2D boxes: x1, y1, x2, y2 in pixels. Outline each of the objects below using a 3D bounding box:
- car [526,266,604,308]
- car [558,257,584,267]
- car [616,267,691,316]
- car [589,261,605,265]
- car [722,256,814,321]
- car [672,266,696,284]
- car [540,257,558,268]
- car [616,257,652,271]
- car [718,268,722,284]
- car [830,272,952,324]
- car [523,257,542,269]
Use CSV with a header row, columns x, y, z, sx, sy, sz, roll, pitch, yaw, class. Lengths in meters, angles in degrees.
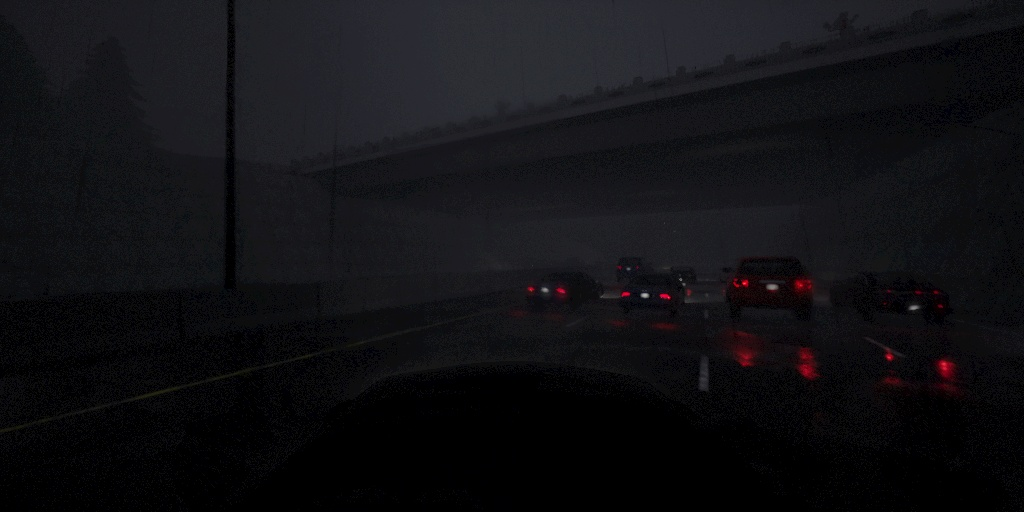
x,y,z,sx,sy,sz,roll,pitch,yaw,class
2.471,1.348,15.557,2.033,1.411,5.357,0,0,29,car
10.032,1.177,58.734,2.150,2.045,5.566,0,0,29,car
5.543,1.346,13.880,2.033,1.411,5.357,0,0,29,car
13.869,1.507,58.429,2.033,1.411,5.357,0,0,29,car
9.134,1.023,13.131,2.150,2.045,5.566,0,0,29,car
13.506,1.458,28.416,1.895,1.301,4.718,0,0,29,car
6.981,1.436,60.439,1.882,1.535,5.008,0,0,29,car
10.177,1.081,29.636,2.150,2.045,5.566,0,0,29,car
17.208,1.385,27.864,1.812,1.442,4.674,0,0,29,car
12.748,1.294,12.421,2.128,1.511,4.902,0,0,29,car
3.885,1.181,62.055,2.150,2.045,5.566,0,0,29,car
